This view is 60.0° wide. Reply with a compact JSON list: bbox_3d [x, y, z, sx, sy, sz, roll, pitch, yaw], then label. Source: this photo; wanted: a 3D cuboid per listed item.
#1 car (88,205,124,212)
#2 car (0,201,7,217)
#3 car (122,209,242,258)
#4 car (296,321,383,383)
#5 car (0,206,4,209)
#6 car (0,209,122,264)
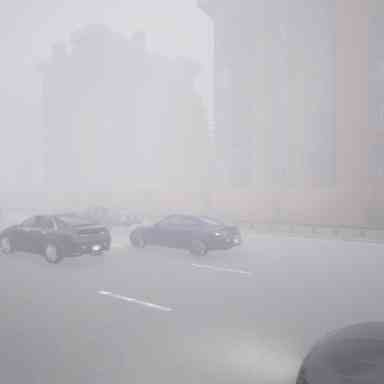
[{"bbox_3d":[-5.571,1.547,20.877,5.357,1.411,2.033,0,0,36],"label":"car"},{"bbox_3d":[-19.068,1.563,30.521,4.181,1.385,1.994,0,0,36],"label":"car"},{"bbox_3d":[-0.334,1.526,12.834,4.674,1.442,1.812,0,0,36],"label":"car"},{"bbox_3d":[3.065,1.503,1.803,4.892,1.490,1.837,-1,0,36],"label":"car"},{"bbox_3d":[-15.719,1.352,23.828,4.553,1.767,2.097,0,0,36],"label":"car"},{"bbox_3d":[-4.964,1.504,11.842,4.892,1.490,1.837,0,0,36],"label":"car"}]
